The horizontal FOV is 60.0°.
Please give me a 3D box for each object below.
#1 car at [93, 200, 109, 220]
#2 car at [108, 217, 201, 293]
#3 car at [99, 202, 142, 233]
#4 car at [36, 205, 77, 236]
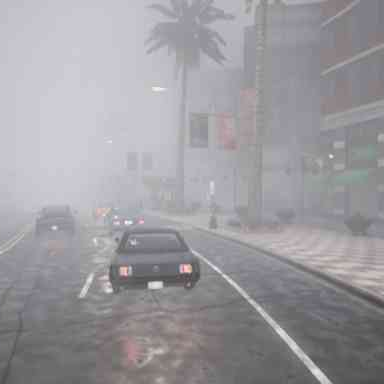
[{"bbox_3d":[-7.391,1.444,28.238,1.801,1.575,5.366,0,0,-20],"label":"car"},{"bbox_3d":[-1.113,1.597,8.908,1.895,1.301,4.718,0,0,-10],"label":"car"},{"bbox_3d":[-3.859,1.540,18.596,2.033,1.411,5.357,0,0,-19],"label":"car"},{"bbox_3d":[-7.540,1.496,18.611,1.837,1.490,4.892,0,0,-19],"label":"car"}]
